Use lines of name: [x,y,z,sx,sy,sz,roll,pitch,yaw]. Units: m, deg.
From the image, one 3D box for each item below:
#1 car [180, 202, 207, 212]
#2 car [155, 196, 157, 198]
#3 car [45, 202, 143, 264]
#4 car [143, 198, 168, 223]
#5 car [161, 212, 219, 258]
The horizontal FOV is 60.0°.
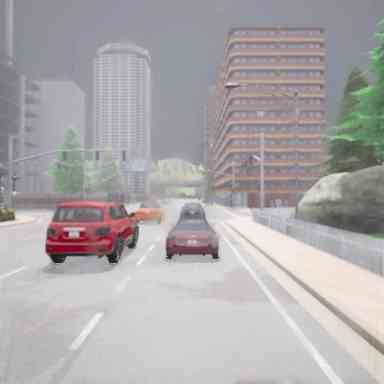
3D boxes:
car: [0.153,1.667,28.392,2.097,1.767,4.553,0,-1,4]
car: [-10.484,2.301,85.418,2.097,1.767,4.553,0,-1,0]
car: [-3.485,1.366,12.560,2.150,2.045,5.566,0,0,0]
car: [-3.476,1.667,28.405,2.097,1.767,4.553,0,-1,0]
car: [0.025,1.715,13.471,1.994,1.385,4.181,0,-1,0]
